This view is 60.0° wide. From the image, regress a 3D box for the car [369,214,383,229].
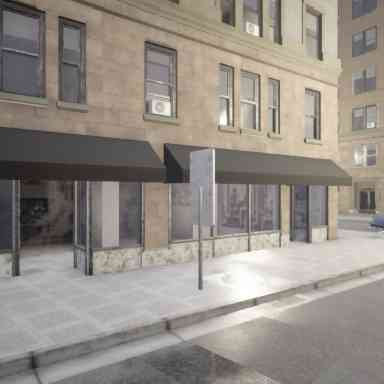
[{"bbox_3d":[12.181,1.562,17.131,2.033,1.411,5.357,0,0,-36],"label":"car"}]
